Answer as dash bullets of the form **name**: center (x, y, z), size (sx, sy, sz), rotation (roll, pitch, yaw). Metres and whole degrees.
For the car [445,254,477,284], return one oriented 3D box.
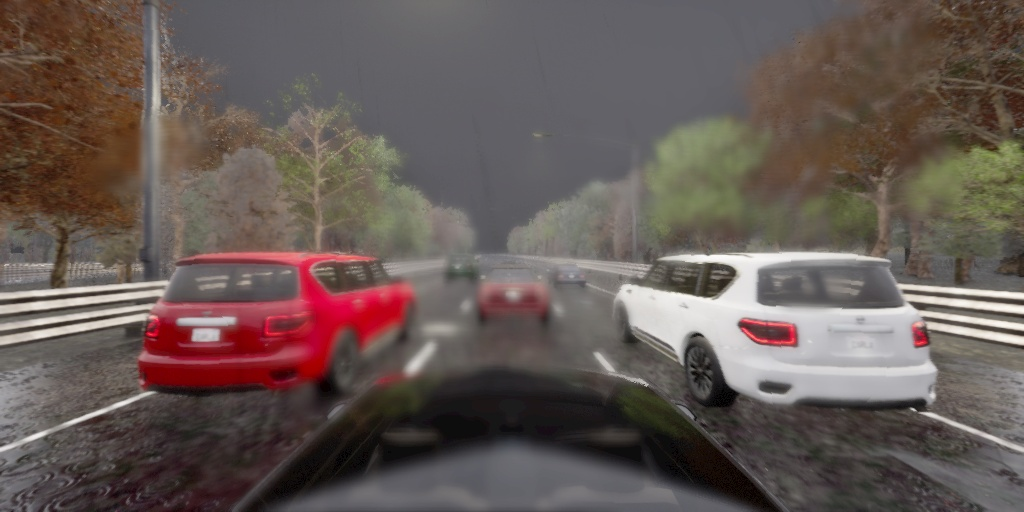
- **car**: center (-3.561, 0.910, 26.681), size (2.150, 2.045, 5.566), rotation (0, 0, 0)

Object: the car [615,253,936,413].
- **car**: center (3.549, 0.963, 6.313), size (2.150, 2.045, 5.566), rotation (0, 0, 0)

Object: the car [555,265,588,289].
- **car**: center (3.458, 1.248, 22.655), size (2.033, 1.411, 5.357), rotation (0, 0, 0)

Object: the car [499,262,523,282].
- **car**: center (-0.081, 1.209, 28.675), size (1.812, 1.442, 4.674), rotation (0, 0, 0)

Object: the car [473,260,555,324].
- **car**: center (0.047, 1.080, 12.017), size (2.097, 1.767, 4.553), rotation (0, 0, 0)

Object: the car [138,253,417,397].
- **car**: center (-3.444, 0.963, 6.707), size (2.150, 2.045, 5.566), rotation (0, 0, 0)
